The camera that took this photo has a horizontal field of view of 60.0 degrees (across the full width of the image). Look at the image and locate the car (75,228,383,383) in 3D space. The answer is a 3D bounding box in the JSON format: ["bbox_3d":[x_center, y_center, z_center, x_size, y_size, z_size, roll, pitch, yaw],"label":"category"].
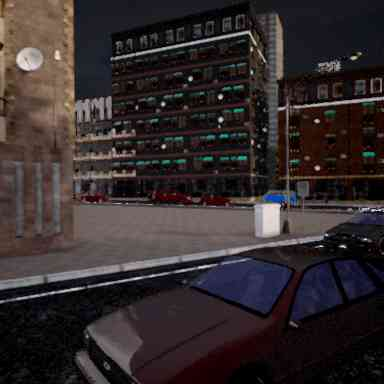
[{"bbox_3d":[1.300,1.529,4.632,5.357,1.411,2.033,0,0,-36],"label":"car"}]

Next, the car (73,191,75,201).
[{"bbox_3d":[-17.975,0.544,49.017,4.902,1.511,2.128,1,1,24],"label":"car"}]

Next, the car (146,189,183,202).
[{"bbox_3d":[-4.147,0.469,49.364,5.009,1.841,2.192,1,0,23],"label":"car"}]

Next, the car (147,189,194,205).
[{"bbox_3d":[-2.344,0.644,39.488,5.009,1.841,2.192,1,0,23],"label":"car"}]

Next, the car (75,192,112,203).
[{"bbox_3d":[-12.716,0.722,43.904,4.507,1.381,1.887,1,0,23],"label":"car"}]

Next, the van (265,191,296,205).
[{"bbox_3d":[11.397,0.717,42.743,3.998,1.788,1.690,1,0,23],"label":"van"}]

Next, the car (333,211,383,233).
[{"bbox_3d":[7.366,1.481,13.085,5.357,1.411,2.033,0,0,-36],"label":"car"}]

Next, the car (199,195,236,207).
[{"bbox_3d":[2.833,0.985,37.280,4.206,1.307,1.802,1,0,23],"label":"car"}]
